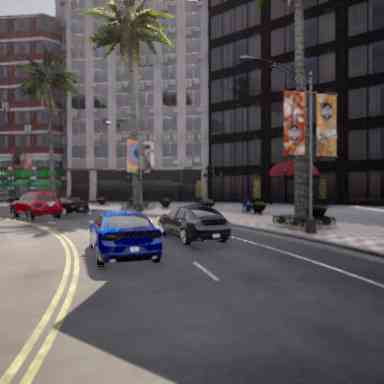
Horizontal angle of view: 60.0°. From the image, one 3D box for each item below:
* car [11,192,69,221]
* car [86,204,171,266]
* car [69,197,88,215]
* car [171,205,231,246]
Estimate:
[{"bbox_3d":[-12.011,1.013,25.641,5.566,2.045,2.150,1,1,44],"label":"car"},{"bbox_3d":[-2.396,1.370,11.328,1.882,1.535,5.008,0,1,-20],"label":"car"},{"bbox_3d":[-11.095,1.223,29.468,5.008,1.535,1.882,0,1,42],"label":"car"},{"bbox_3d":[-0.051,1.353,14.678,1.837,1.490,4.892,0,1,-23],"label":"car"}]
